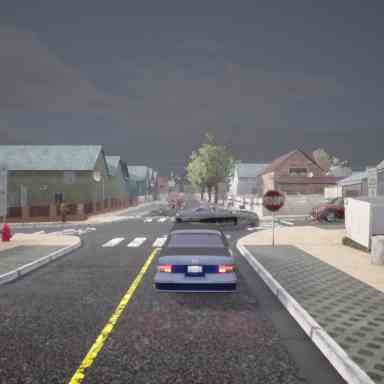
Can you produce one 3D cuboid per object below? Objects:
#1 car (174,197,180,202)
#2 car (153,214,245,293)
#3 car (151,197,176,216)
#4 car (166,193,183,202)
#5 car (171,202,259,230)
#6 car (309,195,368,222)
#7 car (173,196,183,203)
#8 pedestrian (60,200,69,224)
[{"bbox_3d":[-2.923,1.603,42.839,1.895,1.301,4.718,0,0,0],"label":"car"},{"bbox_3d":[0.118,1.550,8.992,2.033,1.411,5.357,0,0,1],"label":"car"},{"bbox_3d":[-2.894,1.529,32.744,1.812,1.442,4.674,0,0,0],"label":"car"},{"bbox_3d":[-2.949,1.220,53.526,2.150,2.045,5.566,0,0,0],"label":"car"},{"bbox_3d":[1.412,1.458,19.449,4.902,1.511,2.128,-1,-1,-1],"label":"car"},{"bbox_3d":[10.326,1.067,22.487,4.553,1.767,2.097,-2,-1,-1],"label":"car"},{"bbox_3d":[-2.878,1.592,68.661,1.895,1.301,4.718,0,0,0],"label":"car"},{"bbox_3d":[-9.738,1.462,25.242,0.375,1.860,0.375,0,0,0],"label":"pedestrian"}]
